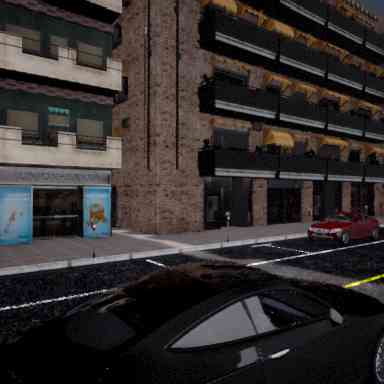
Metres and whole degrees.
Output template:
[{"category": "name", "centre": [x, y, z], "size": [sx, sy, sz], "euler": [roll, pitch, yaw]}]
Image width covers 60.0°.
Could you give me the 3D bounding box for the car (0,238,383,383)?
[{"category": "car", "centre": [0.452, 1.526, 3.639], "size": [4.674, 1.442, 1.812], "euler": [0, 0, -35]}]

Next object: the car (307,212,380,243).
[{"category": "car", "centre": [7.172, 1.583, 15.538], "size": [4.206, 1.307, 1.802], "euler": [0, 0, -35]}]
